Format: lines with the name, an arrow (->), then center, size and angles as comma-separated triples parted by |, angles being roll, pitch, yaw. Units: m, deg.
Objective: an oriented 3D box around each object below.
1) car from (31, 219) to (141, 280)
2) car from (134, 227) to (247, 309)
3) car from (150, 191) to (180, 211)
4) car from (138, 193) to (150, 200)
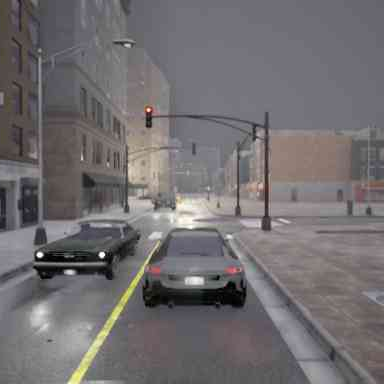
car -> -2.781, 1.521, 9.836 | 1.895, 1.301, 4.718 | 0, 0, 1
car -> 0.053, 1.500, 7.796 | 1.994, 1.385, 4.181 | 0, 0, 0
car -> -2.831, 0.935, 36.170 | 2.150, 2.045, 5.566 | 0, 1, 0
car -> -8.963, 1.029, 69.971 | 4.674, 1.442, 1.812 | 0, 1, 9
